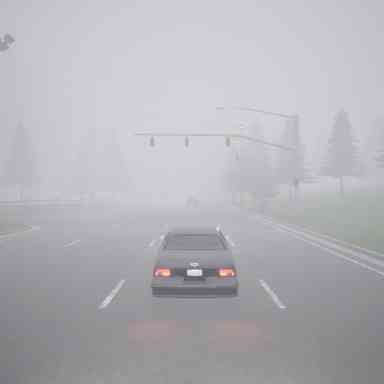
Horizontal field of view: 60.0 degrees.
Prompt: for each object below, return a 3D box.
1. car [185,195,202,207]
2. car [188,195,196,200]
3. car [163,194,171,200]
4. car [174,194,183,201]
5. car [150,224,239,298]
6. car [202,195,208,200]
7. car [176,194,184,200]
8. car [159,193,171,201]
[{"bbox_3d":[0.023,1.352,52.733,2.097,1.767,4.553,0,0,0],"label":"car"},{"bbox_3d":[0.046,1.540,94.209,2.033,1.411,5.357,0,0,0],"label":"car"},{"bbox_3d":[-6.954,1.385,93.799,1.994,1.385,4.181,0,0,0],"label":"car"},{"bbox_3d":[-3.459,1.516,83.794,1.812,1.442,4.674,0,0,0],"label":"car"},{"bbox_3d":[0.070,1.547,8.694,2.033,1.411,5.357,0,0,0],"label":"car"},{"bbox_3d":[3.546,1.500,94.208,1.837,1.490,4.892,0,0,0],"label":"car"},{"bbox_3d":[-3.454,1.357,93.798,2.128,1.511,4.902,0,0,0],"label":"car"},{"bbox_3d":[-6.959,1.217,83.409,2.150,2.045,5.566,0,0,0],"label":"car"}]
